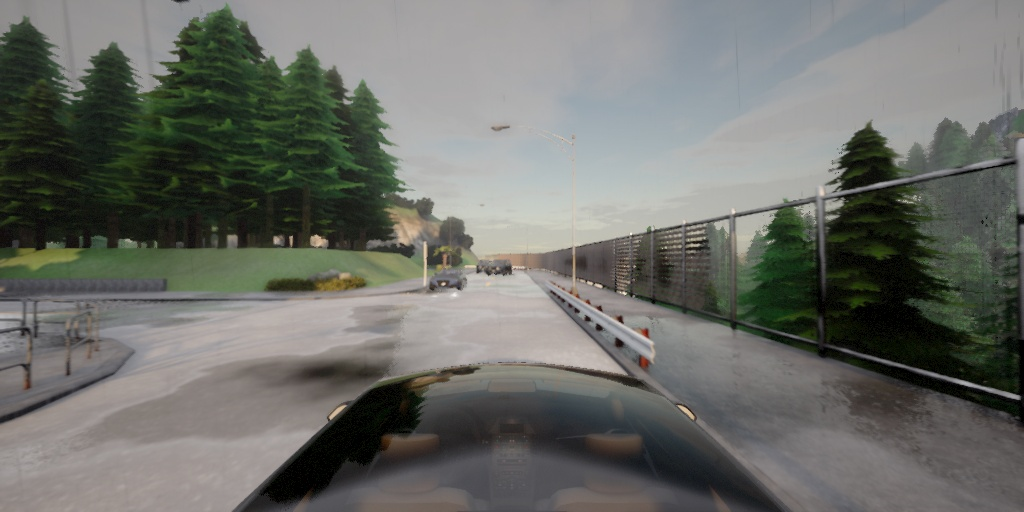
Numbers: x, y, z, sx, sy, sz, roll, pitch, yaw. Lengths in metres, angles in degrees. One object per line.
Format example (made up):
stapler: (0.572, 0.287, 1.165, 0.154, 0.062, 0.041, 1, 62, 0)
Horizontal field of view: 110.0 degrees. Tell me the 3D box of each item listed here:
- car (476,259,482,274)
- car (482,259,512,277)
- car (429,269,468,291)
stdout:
car: (-3.844, 1.510, 51.765, 2.150, 2.045, 5.566, 0, -1, 2)
car: (-1.496, 1.425, 43.640, 2.150, 2.045, 5.566, 0, -1, 13)
car: (-4.187, 1.554, 24.057, 1.994, 1.385, 4.181, 0, -1, 1)
